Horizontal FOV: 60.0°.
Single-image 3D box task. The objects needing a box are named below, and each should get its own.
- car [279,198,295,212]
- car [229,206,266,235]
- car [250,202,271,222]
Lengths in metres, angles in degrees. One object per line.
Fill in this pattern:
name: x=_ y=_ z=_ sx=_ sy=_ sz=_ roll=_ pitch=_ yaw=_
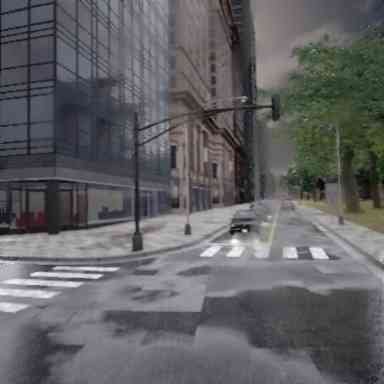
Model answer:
car: x=14.198 y=2.103 z=49.224 sx=2.128 sy=1.511 sz=4.902 roll=-2 pitch=-1 yaw=15
car: x=3.498 y=1.874 z=21.551 sx=2.033 sy=1.411 sz=5.357 roll=-2 pitch=-1 yaw=11
car: x=6.132 y=1.957 z=31.335 sx=1.837 sy=1.490 sz=4.892 roll=-2 pitch=-1 yaw=15
